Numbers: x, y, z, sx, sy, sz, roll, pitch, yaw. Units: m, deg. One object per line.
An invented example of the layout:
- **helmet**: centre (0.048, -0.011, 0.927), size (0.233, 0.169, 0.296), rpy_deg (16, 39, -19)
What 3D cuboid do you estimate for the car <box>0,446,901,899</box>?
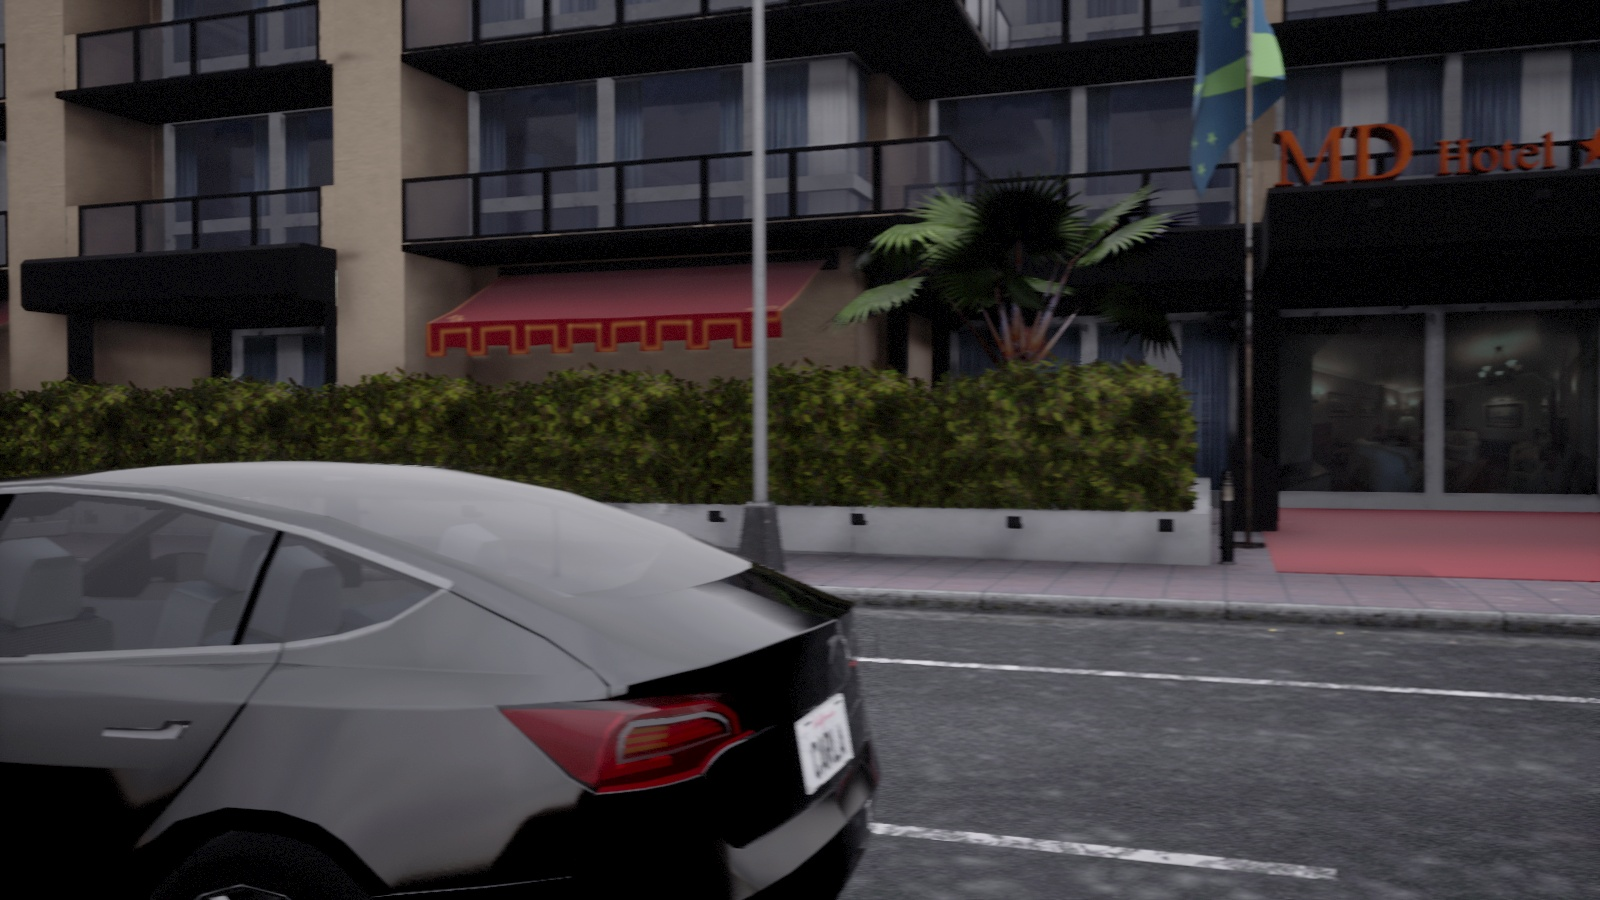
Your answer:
- **car**: centre (-2.282, 0.754, 3.960), size (4.792, 1.488, 2.163), rpy_deg (1, 1, 19)
